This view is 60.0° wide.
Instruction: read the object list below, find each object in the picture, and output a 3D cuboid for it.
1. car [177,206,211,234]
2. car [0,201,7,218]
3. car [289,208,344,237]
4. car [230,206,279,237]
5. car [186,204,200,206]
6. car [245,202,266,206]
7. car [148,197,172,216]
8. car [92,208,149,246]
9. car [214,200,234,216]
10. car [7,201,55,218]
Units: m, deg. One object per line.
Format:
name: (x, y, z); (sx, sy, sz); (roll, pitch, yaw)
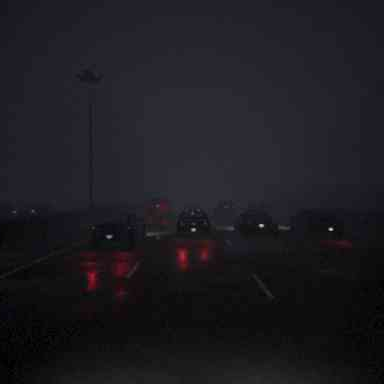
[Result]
car: (0.087, 1.777, 20.269); (1.895, 1.301, 4.718); (0, 0, 0)
car: (-17.616, 1.613, 29.848); (2.097, 1.767, 4.553); (0, 0, 0)
car: (7.086, 1.673, 19.398); (1.837, 1.490, 4.892); (0, -1, 0)
car: (3.586, 1.731, 19.175); (1.994, 1.385, 4.181); (0, -1, 0)
car: (0.074, 1.913, 35.944); (1.895, 1.301, 4.718); (0, 0, 0)
car: (7.074, 1.811, 36.898); (2.128, 1.511, 4.902); (0, -1, 0)
car: (-3.425, 1.536, 36.188); (2.150, 2.045, 5.566); (0, -1, 0)
car: (-3.411, 1.666, 16.006); (1.812, 1.442, 4.674); (0, -1, 0)
car: (3.574, 1.670, 36.672); (2.097, 1.767, 4.553); (0, 0, 0)
car: (-14.117, 1.613, 29.881); (2.097, 1.767, 4.553); (0, 0, 0)
